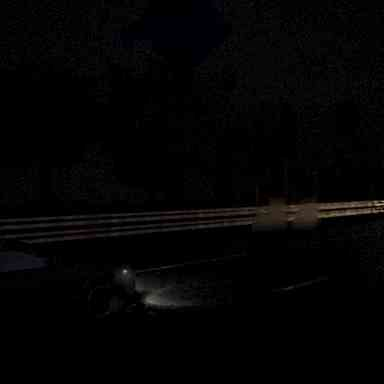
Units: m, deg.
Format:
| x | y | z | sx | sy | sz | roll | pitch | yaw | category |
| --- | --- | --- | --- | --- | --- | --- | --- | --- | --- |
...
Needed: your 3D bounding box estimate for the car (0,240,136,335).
| x | y | z | sx | sy | sz | roll | pitch | yaw | category |
| --- | --- | --- | --- | --- | --- | --- | --- | --- | --- |
| -3.124 | 1.558 | 5.815 | 4.181 | 1.385 | 1.994 | -1 | 0 | -35 | car |
